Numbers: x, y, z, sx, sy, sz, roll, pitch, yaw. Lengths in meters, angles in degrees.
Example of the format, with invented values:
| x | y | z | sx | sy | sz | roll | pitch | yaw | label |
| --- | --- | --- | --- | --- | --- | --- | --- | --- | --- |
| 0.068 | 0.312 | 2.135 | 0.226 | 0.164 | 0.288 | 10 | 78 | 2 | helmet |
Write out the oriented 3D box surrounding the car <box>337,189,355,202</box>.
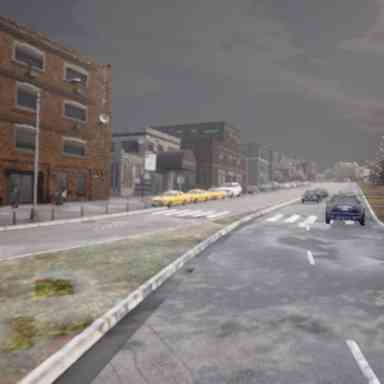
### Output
| x | y | z | sx | sy | sz | roll | pitch | yaw | label |
| --- | --- | --- | --- | --- | --- | --- | --- | --- | --- |
| 18.634 | 0.391 | 40.226 | 1.895 | 1.301 | 4.718 | 1 | 2 | 26 | car |

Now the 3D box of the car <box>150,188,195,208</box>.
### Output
| x | y | z | sx | sy | sz | roll | pitch | yaw | label |
| --- | --- | --- | --- | --- | --- | --- | --- | --- | --- |
| -2.044 | 0.583 | 32.013 | 1.946 | 1.575 | 5.366 | 1 | 2 | 26 | car |

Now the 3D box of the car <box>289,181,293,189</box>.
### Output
| x | y | z | sx | sy | sz | roll | pitch | yaw | label |
| --- | --- | --- | --- | --- | --- | --- | --- | --- | --- |
| 24.345 | -1.567 | 86.716 | 1.946 | 1.575 | 5.366 | 1 | 2 | 26 | car |

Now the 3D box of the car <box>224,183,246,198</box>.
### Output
| x | y | z | sx | sy | sz | roll | pitch | yaw | label |
| --- | --- | --- | --- | --- | --- | --- | --- | --- | --- |
| 5.284 | -0.263 | 47.172 | 2.435 | 2.045 | 5.566 | 1 | 2 | 26 | car |

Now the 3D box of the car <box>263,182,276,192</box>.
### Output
| x | y | z | sx | sy | sz | roll | pitch | yaw | label |
| --- | --- | --- | --- | --- | --- | --- | --- | --- | --- |
| 14.890 | -0.793 | 67.107 | 2.231 | 1.521 | 4.892 | 1 | 2 | 26 | car |

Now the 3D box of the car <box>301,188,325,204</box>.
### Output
| x | y | z | sx | sy | sz | roll | pitch | yaw | label |
| --- | --- | --- | --- | --- | --- | --- | --- | --- | --- |
| 13.314 | 0.483 | 36.843 | 2.033 | 1.411 | 5.357 | 1 | 2 | 27 | car |

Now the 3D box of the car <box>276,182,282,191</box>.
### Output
| x | y | z | sx | sy | sz | roll | pitch | yaw | label |
| --- | --- | --- | --- | --- | --- | --- | --- | --- | --- |
| 17.272 | -1.239 | 72.040 | 2.435 | 2.045 | 5.566 | 1 | 2 | 26 | car |

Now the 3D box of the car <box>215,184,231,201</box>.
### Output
| x | y | z | sx | sy | sz | roll | pitch | yaw | label |
| --- | --- | --- | --- | --- | --- | --- | --- | --- | --- |
| 2.760 | 0.190 | 41.953 | 1.946 | 1.575 | 5.366 | 1 | 2 | 26 | car |

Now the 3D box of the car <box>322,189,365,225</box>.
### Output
| x | y | z | sx | sy | sz | roll | pitch | yaw | label |
| --- | --- | --- | --- | --- | --- | --- | --- | --- | --- |
| 9.480 | 0.913 | 20.806 | 2.097 | 1.767 | 4.553 | 1 | 2 | 22 | car |

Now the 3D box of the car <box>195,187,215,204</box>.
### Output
| x | y | z | sx | sy | sz | roll | pitch | yaw | label |
| --- | --- | --- | --- | --- | --- | --- | --- | --- | --- |
| 0.362 | 0.385 | 36.980 | 1.946 | 1.575 | 5.366 | 1 | 2 | 26 | car |

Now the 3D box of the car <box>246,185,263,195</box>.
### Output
| x | y | z | sx | sy | sz | roll | pitch | yaw | label |
| --- | --- | --- | --- | --- | --- | --- | --- | --- | --- |
| 10.074 | -0.373 | 57.129 | 2.163 | 1.488 | 4.792 | 1 | 2 | 26 | car |

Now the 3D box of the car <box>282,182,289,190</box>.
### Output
| x | y | z | sx | sy | sz | roll | pitch | yaw | label |
| --- | --- | --- | --- | --- | --- | --- | --- | --- | --- |
| 21.312 | -1.320 | 80.554 | 2.231 | 1.521 | 4.892 | 1 | 2 | 26 | car |
